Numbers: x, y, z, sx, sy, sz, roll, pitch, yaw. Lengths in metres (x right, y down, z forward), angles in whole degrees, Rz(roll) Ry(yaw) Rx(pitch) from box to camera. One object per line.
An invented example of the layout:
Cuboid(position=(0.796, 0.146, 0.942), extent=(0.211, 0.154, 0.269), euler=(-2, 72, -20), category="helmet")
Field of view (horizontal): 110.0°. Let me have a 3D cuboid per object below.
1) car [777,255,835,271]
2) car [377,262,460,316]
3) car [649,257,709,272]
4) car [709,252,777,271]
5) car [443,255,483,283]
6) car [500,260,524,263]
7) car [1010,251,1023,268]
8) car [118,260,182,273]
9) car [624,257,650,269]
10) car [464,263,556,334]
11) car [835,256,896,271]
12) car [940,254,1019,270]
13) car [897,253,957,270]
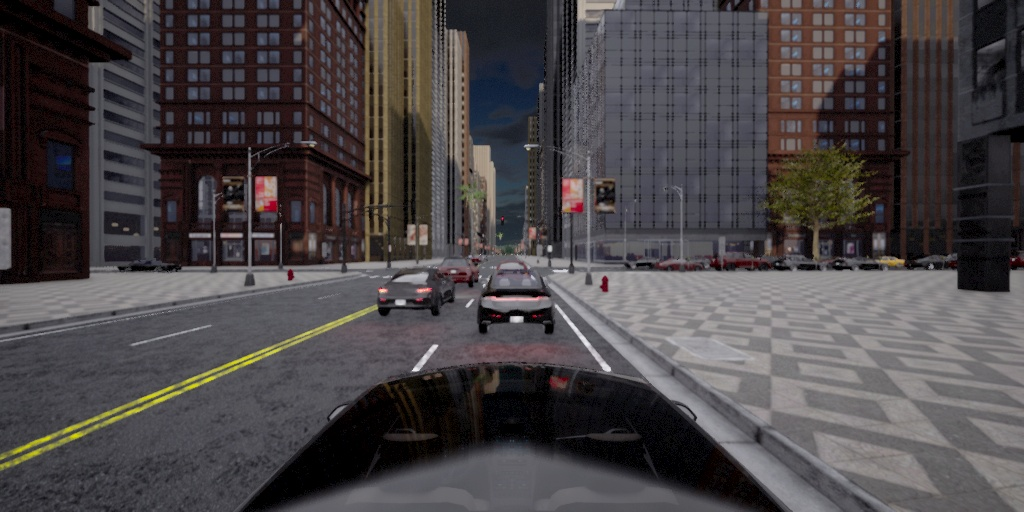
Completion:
Cuboid(position=(26.595, 0.777, 33.155), extent=(4.313, 1.339, 1.948), euler=(0, 0, -1), category="car")
Cuboid(position=(-3.148, 1.118, 12.430), extent=(1.812, 1.442, 4.674), euler=(0, 1, 0), category="car")
Cuboid(position=(15.319, 0.832, 32.982), extent=(4.207, 1.307, 1.802), euler=(0, 0, -1), category="car")
Cuboid(position=(20.958, 0.544, 33.068), extent=(5.009, 1.841, 2.192), euler=(0, 0, -1), category="car")
Cuboid(position=(-3.147, 0.830, 21.407), extent=(2.097, 1.767, 4.553), euler=(0, 1, 0), category="car")
Cuboid(position=(0.002, 0.976, 19.617), extent=(1.882, 1.535, 5.008), euler=(0, 1, 0), category="car")
Cuboid(position=(49.146, 0.468, 33.503), extent=(5.009, 1.841, 2.192), euler=(0, 0, -1), category="car")
Cuboid(position=(-35.217, 1.058, 35.020), extent=(4.718, 1.301, 1.895), euler=(0, 0, 0), category="car")
Cuboid(position=(15.189, 0.782, 41.506), extent=(4.313, 1.339, 1.948), euler=(0, 0, -1), category="car")
Cuboid(position=(0.100, 1.115, 10.117), extent=(2.128, 1.511, 4.902), euler=(0, 1, 0), category="car")
Cuboid(position=(32.232, 0.760, 33.242), extent=(4.313, 1.339, 1.948), euler=(0, 0, -1), category="car")
Cuboid(position=(43.508, 0.710, 33.416), extent=(4.507, 1.381, 1.888), euler=(0, 0, -1), category="car")
Cuboid(position=(42.396, 0.662, 36.016), extent=(4.892, 1.490, 1.837), euler=(0, 0, -1), category="car")
